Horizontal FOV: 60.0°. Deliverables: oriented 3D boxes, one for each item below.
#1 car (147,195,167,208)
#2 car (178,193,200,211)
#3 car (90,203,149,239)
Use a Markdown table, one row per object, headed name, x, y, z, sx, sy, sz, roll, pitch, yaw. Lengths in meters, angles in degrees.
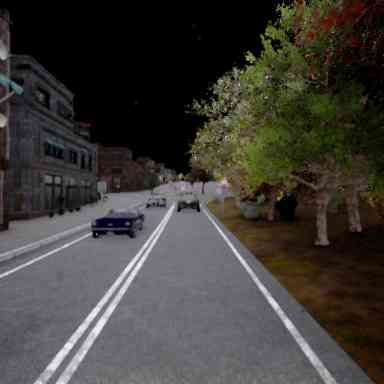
| name | x | y | z | sx | sy | sz | roll | pitch | yaw |
| --- | --- | --- | --- | --- | --- | --- | --- | --- | --- |
| car | -3.757 | 1.033 | 36.191 | 1.994 | 1.385 | 4.181 | 0 | 1 | -1 |
| car | -0.338 | 0.834 | 32.834 | 2.097 | 1.767 | 4.553 | 0 | 3 | -1 |
| car | -3.480 | 1.424 | 16.348 | 1.895 | 1.301 | 4.718 | 0 | 1 | -1 |
